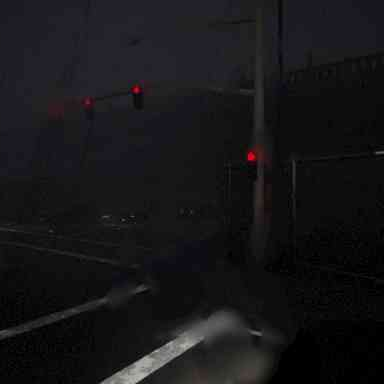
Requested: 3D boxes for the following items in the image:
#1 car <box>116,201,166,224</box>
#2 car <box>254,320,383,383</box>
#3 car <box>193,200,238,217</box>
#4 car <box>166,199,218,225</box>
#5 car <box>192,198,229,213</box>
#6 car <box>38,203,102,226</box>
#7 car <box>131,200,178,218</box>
[{"bbox_3d":[-3.334,1.603,25.811,2.033,1.411,5.357,0,0,35],"label":"car"},{"bbox_3d":[3.007,1.547,1.823,5.357,1.411,2.033,0,0,36],"label":"car"},{"bbox_3d":[2.501,1.603,34.021,2.033,1.411,5.357,0,0,35],"label":"car"},{"bbox_3d":[0.517,1.407,24.859,2.097,1.767,4.553,0,0,36],"label":"car"},{"bbox_3d":[2.332,1.547,39.822,2.128,1.511,4.902,0,0,35],"label":"car"},{"bbox_3d":[-8.737,1.581,24.284,1.812,1.442,4.674,0,0,37],"label":"car"},{"bbox_3d":[-3.447,1.581,31.684,1.812,1.442,4.674,0,0,36],"label":"car"}]
